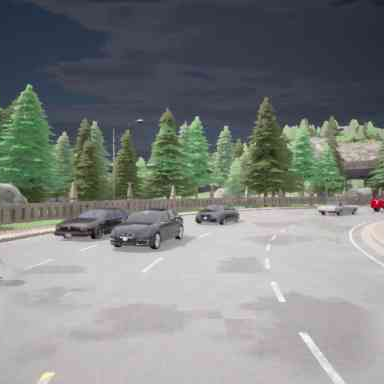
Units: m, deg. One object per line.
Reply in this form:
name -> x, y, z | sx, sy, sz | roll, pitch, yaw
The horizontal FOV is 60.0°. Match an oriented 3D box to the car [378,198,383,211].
car -> 21.453, 1.547, 33.160 | 5.357, 1.411, 2.033 | 0, 0, -29

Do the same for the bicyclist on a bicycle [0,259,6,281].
bicyclist on a bicycle -> -5.357, 1.455, 8.159 | 1.656, 1.620, 0.582 | -2, 0, 6

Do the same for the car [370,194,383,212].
car -> 22.934, 1.221, 37.809 | 5.566, 2.045, 2.150 | 0, 0, -22

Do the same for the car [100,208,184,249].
car -> -1.789, 1.505, 14.665 | 1.837, 1.490, 4.892 | 0, 0, 17

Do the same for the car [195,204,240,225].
car -> 1.885, 1.564, 23.985 | 1.994, 1.385, 4.181 | 0, 0, 30

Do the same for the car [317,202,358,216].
car -> 14.418, 1.601, 32.720 | 4.718, 1.301, 1.895 | 0, 0, -39

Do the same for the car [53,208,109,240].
car -> -4.691, 1.547, 17.340 | 2.033, 1.411, 5.357 | 0, 0, 18
